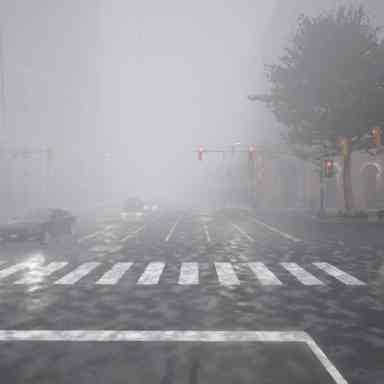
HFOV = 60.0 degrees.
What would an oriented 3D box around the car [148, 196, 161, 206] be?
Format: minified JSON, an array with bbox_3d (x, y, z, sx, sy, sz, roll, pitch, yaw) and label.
[{"bbox_3d":[-6.805,1.601,56.184,1.895,1.301,4.718,0,0,0],"label":"car"}]

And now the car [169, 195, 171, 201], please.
[{"bbox_3d":[-6.330,1.495,84.686,1.812,1.442,4.674,0,0,1],"label":"car"}]

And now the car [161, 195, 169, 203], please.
[{"bbox_3d":[-6.562,1.478,69.695,1.882,1.535,5.008,0,0,1],"label":"car"}]

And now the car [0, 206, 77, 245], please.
[{"bbox_3d":[-7.025,1.477,15.630,1.882,1.535,5.008,0,0,0],"label":"car"}]

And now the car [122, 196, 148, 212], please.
[{"bbox_3d":[-6.847,1.351,38.993,2.097,1.767,4.553,0,0,-1],"label":"car"}]
